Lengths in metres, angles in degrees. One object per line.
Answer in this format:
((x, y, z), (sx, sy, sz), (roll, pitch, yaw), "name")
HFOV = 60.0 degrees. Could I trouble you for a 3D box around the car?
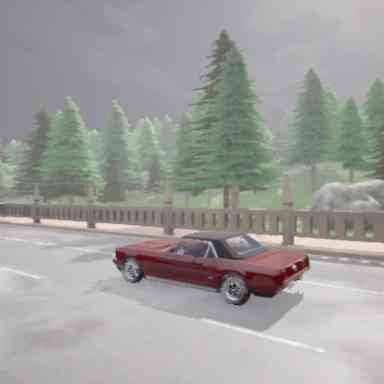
((0.240, 1.629, 8.132), (4.718, 1.301, 1.895), (-1, 0, 36), "car")
